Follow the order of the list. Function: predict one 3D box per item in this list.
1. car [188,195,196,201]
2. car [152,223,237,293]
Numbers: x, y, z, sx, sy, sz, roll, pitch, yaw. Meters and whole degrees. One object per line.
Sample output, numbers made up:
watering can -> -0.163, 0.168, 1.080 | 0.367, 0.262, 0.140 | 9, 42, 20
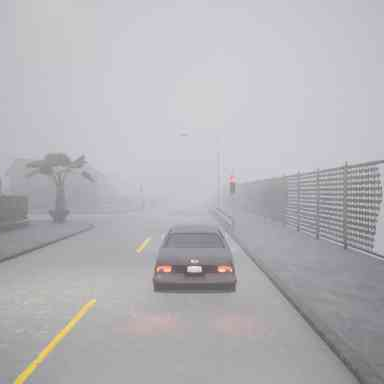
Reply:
car -> 0.088, 1.549, 86.622 | 1.994, 1.385, 4.181 | 0, 0, 0
car -> 0.072, 1.547, 8.972 | 2.033, 1.411, 5.357 | 0, 0, 1
